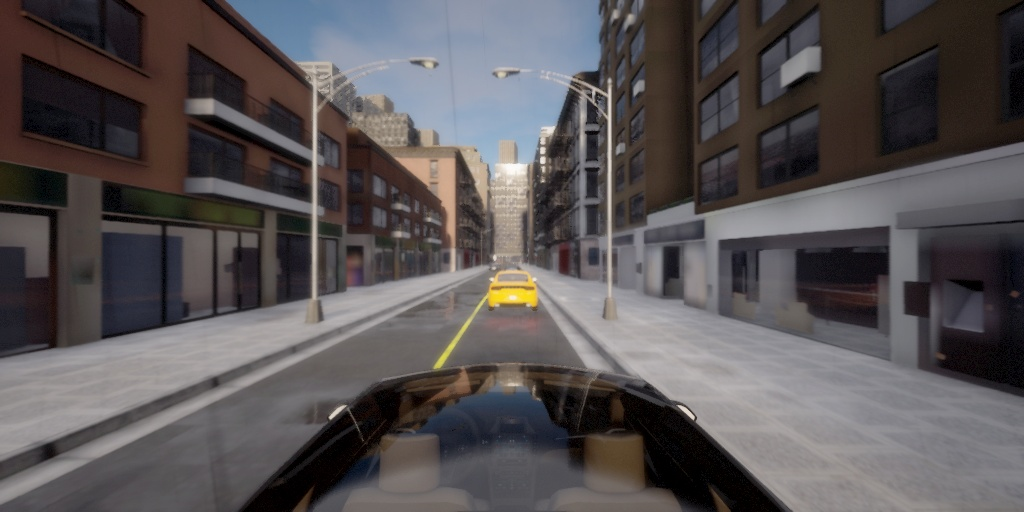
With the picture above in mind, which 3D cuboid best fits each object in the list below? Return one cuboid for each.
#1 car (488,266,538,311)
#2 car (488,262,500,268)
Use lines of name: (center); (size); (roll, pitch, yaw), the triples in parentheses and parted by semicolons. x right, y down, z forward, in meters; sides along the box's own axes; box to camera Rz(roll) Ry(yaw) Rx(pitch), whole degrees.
car: (0.053, 1.359, 15.384); (1.882, 1.535, 5.008); (0, 0, 0)
car: (-2.809, 1.792, 58.585); (2.128, 1.511, 4.902); (0, -1, 0)
